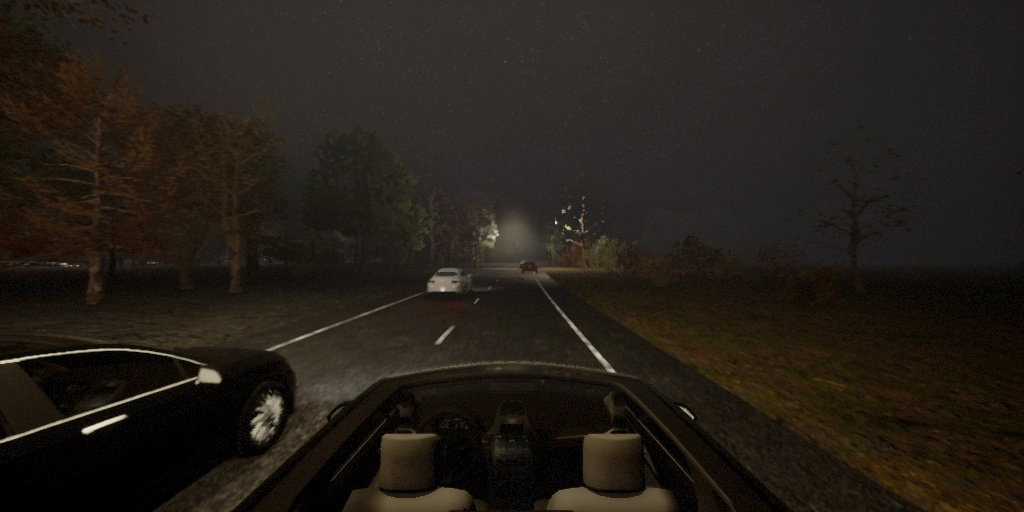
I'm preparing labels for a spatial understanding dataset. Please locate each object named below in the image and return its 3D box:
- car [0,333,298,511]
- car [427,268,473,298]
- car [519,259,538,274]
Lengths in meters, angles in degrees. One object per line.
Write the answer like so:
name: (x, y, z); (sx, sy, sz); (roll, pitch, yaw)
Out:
car: (-3.387, 1.251, 2.178); (1.837, 1.490, 4.892); (0, 0, 0)
car: (-3.225, 1.376, 19.198); (1.812, 1.442, 4.674); (0, 0, 1)
car: (2.326, 1.379, 46.802); (2.097, 1.767, 4.553); (0, 0, 3)
